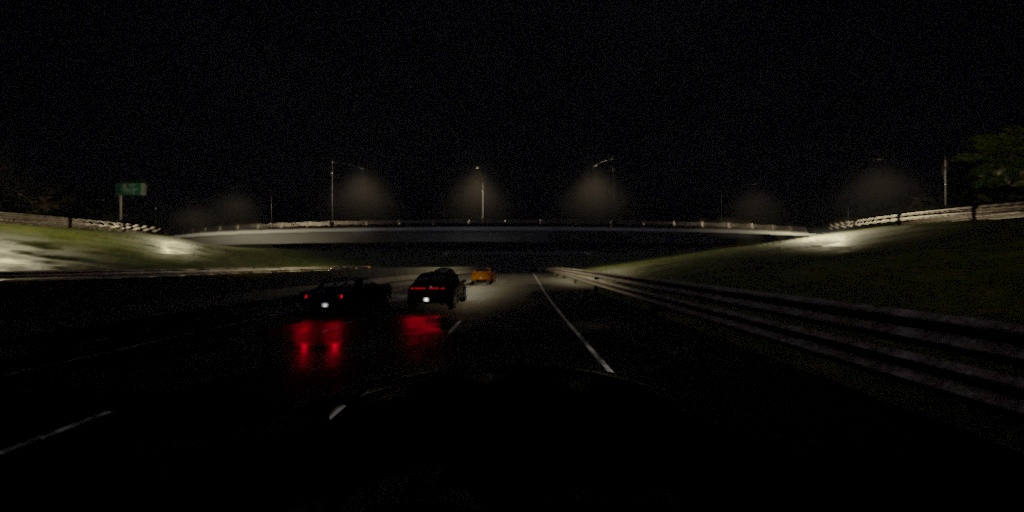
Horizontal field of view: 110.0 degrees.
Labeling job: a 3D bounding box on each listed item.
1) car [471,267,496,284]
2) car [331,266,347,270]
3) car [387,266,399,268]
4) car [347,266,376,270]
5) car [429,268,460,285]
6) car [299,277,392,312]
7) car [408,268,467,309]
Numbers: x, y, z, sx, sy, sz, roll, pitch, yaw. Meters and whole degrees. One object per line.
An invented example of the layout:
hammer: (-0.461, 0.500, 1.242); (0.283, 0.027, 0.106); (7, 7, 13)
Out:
car: (-2.584, 1.780, 33.551); (1.882, 1.535, 5.008); (0, -1, 3)
car: (-23.108, 2.106, 48.685); (2.128, 1.511, 4.902); (0, -1, 3)
car: (-16.125, 2.137, 48.271); (1.812, 1.442, 4.674); (0, -1, 3)
car: (-19.630, 2.083, 48.178); (1.882, 1.535, 5.008); (0, -1, 3)
car: (-6.110, 1.814, 32.965); (1.812, 1.442, 4.674); (0, -1, 3)
car: (-6.766, 1.544, 15.283); (1.895, 1.301, 4.718); (0, -1, 1)
car: (-3.237, 1.465, 16.189); (1.837, 1.490, 4.892); (0, -1, 1)
